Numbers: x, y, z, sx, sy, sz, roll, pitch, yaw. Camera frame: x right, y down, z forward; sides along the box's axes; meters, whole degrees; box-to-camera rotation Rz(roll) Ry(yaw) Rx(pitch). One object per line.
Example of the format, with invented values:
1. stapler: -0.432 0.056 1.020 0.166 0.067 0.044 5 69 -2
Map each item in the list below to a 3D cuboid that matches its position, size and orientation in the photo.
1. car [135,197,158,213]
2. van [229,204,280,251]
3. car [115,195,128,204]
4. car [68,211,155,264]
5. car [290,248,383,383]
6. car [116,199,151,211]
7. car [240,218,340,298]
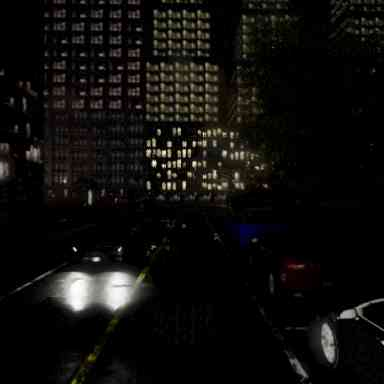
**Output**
1. car: -5.384 1.642 41.803 2.192 1.841 5.009 0 0 0
2. van: 2.567 1.455 14.080 1.690 1.788 3.998 0 0 0
3. car: -10.682 1.608 58.239 5.566 2.045 2.150 3 -1 -1
4. car: -2.852 1.649 12.560 2.033 1.411 5.357 0 0 0
5. car: 2.567 1.576 2.988 2.008 1.369 4.403 0 0 0
6. car: -5.314 1.683 30.716 1.967 1.590 4.097 0 0 0
7. car: 2.566 1.615 8.533 1.887 1.381 4.507 0 0 0
